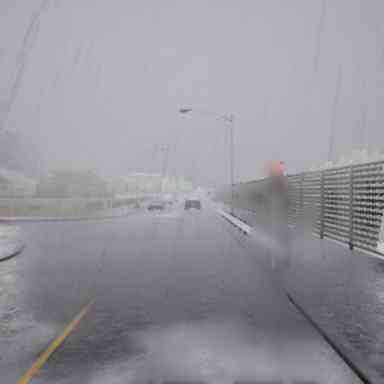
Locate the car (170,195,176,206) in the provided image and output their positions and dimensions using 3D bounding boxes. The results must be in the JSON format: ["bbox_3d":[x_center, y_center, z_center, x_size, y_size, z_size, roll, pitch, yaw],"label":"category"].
[{"bbox_3d":[-4.078,1.417,53.556,1.812,1.442,4.674,0,0,0],"label":"car"}]

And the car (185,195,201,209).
[{"bbox_3d":[0.103,1.390,43.007,1.882,1.535,5.008,0,0,0],"label":"car"}]

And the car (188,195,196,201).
[{"bbox_3d":[-0.001,1.382,78.013,2.033,1.411,5.357,0,0,0],"label":"car"}]

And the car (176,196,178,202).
[{"bbox_3d":[-3.998,1.374,69.085,2.128,1.511,4.902,0,0,0],"label":"car"}]

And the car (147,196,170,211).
[{"bbox_3d":[-4.094,1.468,39.055,2.033,1.411,5.357,0,0,0],"label":"car"}]
